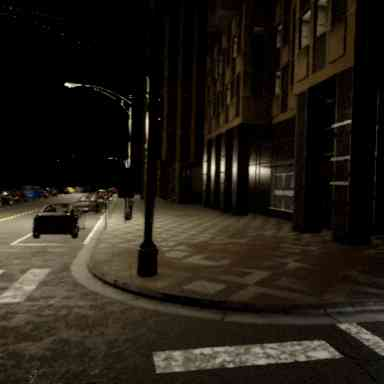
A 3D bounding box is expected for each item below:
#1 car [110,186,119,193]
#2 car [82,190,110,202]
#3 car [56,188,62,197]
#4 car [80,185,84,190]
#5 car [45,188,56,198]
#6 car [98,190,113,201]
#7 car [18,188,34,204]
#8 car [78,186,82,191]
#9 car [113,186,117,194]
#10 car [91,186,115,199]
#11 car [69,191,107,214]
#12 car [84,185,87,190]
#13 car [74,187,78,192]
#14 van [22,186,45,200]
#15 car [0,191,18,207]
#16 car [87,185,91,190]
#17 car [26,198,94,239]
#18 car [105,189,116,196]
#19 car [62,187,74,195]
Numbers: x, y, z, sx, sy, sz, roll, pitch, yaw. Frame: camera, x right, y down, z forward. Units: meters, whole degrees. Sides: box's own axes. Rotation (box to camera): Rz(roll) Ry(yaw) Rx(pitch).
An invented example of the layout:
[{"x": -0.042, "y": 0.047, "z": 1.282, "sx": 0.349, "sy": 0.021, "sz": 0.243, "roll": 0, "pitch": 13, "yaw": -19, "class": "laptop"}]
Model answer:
[{"x": -21.281, "y": -0.729, "z": 91.903, "sx": 2.192, "sy": 1.841, "sz": 5.009, "roll": 1, "pitch": 1, "yaw": -11, "class": "car"}, {"x": -9.000, "y": 0.790, "z": 31.104, "sx": 1.887, "sy": 1.381, "sz": 4.507, "roll": 1, "pitch": 1, "yaw": -11, "class": "car"}, {"x": -21.785, "y": 0.097, "z": 51.346, "sx": 1.752, "sy": 1.417, "sz": 4.829, "roll": 1, "pitch": 1, "yaw": -11, "class": "car"}, {"x": -27.370, "y": -0.486, "z": 78.985, "sx": 1.752, "sy": 1.417, "sz": 4.829, "roll": 1, "pitch": 1, "yaw": -11, "class": "car"}, {"x": -20.700, "y": 0.127, "z": 45.984, "sx": 1.967, "sy": 1.590, "sz": 4.097, "roll": 1, "pitch": 1, "yaw": -11, "class": "car"}, {"x": -12.352, "y": 0.469, "z": 47.686, "sx": 1.802, "sy": 1.307, "sz": 4.206, "roll": 1, "pitch": 1, "yaw": -11, "class": "car"}, {"x": -18.469, "y": 0.506, "z": 34.930, "sx": 1.802, "sy": 1.307, "sz": 4.206, "roll": 1, "pitch": 1, "yaw": -11, "class": "car"}, {"x": -26.288, "y": -0.333, "z": 73.625, "sx": 1.947, "sy": 1.339, "sz": 4.313, "roll": 1, "pitch": 1, "yaw": -11, "class": "car"}, {"x": -13.465, "y": 0.209, "z": 53.212, "sx": 1.967, "sy": 1.590, "sz": 4.097, "roll": 1, "pitch": 1, "yaw": -11, "class": "car"}, {"x": -11.231, "y": 0.446, "z": 42.157, "sx": 1.967, "sy": 1.590, "sz": 4.097, "roll": 1, "pitch": 1, "yaw": -11, "class": "car"}, {"x": -7.884, "y": 0.916, "z": 25.576, "sx": 2.008, "sy": 1.369, "sz": 4.403, "roll": 1, "pitch": 1, "yaw": -11, "class": "car"}, {"x": -28.487, "y": -0.601, "z": 84.513, "sx": 1.752, "sy": 1.417, "sz": 4.829, "roll": 1, "pitch": 1, "yaw": -11, "class": "car"}, {"x": -25.136, "y": -0.254, "z": 67.930, "sx": 1.752, "sy": 1.417, "sz": 4.829, "roll": 1, "pitch": 1, "yaw": -11, "class": "car"}, {"x": -19.580, "y": 0.146, "z": 40.454, "sx": 1.690, "sy": 1.788, "sz": 3.998, "roll": 1, "pitch": 1, "yaw": -11, "class": "van"}, {"x": -17.352, "y": 0.610, "z": 29.403, "sx": 1.947, "sy": 1.339, "sz": 4.313, "roll": 1, "pitch": 1, "yaw": -11, "class": "car"}, {"x": -29.633, "y": -0.930, "z": 90.204, "sx": 2.192, "sy": 1.841, "sz": 5.009, "roll": 1, "pitch": 1, "yaw": -11, "class": "car"}, {"x": -5.650, "y": 1.157, "z": 14.520, "sx": 2.008, "sy": 1.369, "sz": 4.403, "roll": 1, "pitch": 1, "yaw": -11, "class": "car"}, {"x": -15.702, "y": 0.079, "z": 64.269, "sx": 1.887, "sy": 1.381, "sz": 4.507, "roll": 1, "pitch": 1, "yaw": -11, "class": "car"}, {"x": -24.054, "y": -0.101, "z": 62.569, "sx": 1.947, "sy": 1.339, "sz": 4.313, "roll": 1, "pitch": 1, "yaw": -11, "class": "car"}]
